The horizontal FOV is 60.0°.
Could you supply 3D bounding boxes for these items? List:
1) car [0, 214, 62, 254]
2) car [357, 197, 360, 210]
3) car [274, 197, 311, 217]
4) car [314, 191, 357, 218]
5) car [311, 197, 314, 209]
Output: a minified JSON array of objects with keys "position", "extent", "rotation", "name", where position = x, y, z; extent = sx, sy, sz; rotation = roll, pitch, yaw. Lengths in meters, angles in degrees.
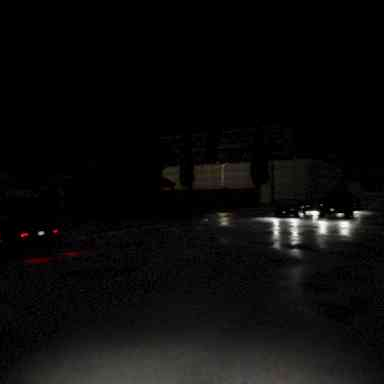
[{"position":[-7.701,1.640,13.909],"extent":[5.357,1.411,2.033],"rotation":[-1,0,35],"name":"car"},{"position":[17.021,1.112,35.970],"extent":[1.882,1.535,5.008],"rotation":[-1,0,31],"name":"car"},{"position":[8.498,1.321,28.472],"extent":[1.812,1.442,4.674],"rotation":[-1,0,31],"name":"car"},{"position":[12.025,0.962,27.561],"extent":[2.150,2.045,5.566],"rotation":[-1,0,31],"name":"car"},{"position":[12.964,1.263,35.998],"extent":[1.994,1.385,4.181],"rotation":[-1,0,31],"name":"car"}]
